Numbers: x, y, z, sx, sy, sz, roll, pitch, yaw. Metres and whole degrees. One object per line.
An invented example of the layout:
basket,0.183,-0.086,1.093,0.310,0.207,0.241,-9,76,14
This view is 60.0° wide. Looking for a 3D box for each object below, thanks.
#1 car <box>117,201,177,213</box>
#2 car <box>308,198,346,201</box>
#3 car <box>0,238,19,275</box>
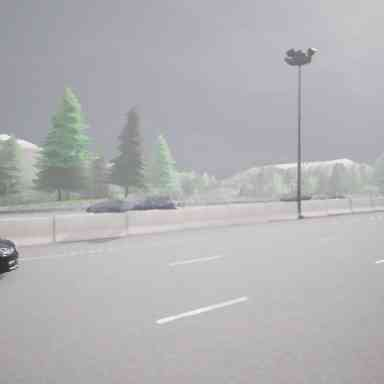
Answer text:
car,-3.556,1.089,27.131,4.553,1.767,2.097,-1,1,-35
car,17.247,0.865,41.559,4.902,1.511,2.128,-1,1,-34
car,-6.713,1.475,7.582,4.902,1.511,2.128,-1,1,-35
